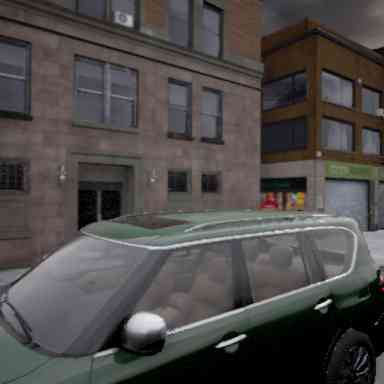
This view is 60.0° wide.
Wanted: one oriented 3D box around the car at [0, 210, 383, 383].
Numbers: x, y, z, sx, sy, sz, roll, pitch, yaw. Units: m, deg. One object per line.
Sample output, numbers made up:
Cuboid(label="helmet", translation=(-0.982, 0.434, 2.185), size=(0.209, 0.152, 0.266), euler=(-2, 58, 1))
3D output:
Cuboid(label="car", translation=(-0.253, 1.244, 3.207), size=(5.566, 2.045, 2.150), euler=(1, -1, -36))
